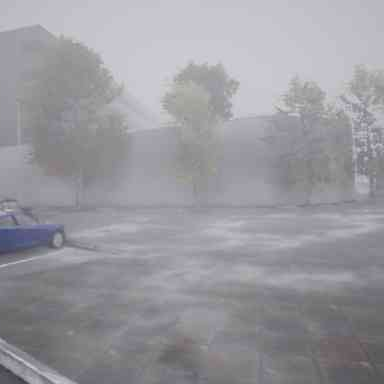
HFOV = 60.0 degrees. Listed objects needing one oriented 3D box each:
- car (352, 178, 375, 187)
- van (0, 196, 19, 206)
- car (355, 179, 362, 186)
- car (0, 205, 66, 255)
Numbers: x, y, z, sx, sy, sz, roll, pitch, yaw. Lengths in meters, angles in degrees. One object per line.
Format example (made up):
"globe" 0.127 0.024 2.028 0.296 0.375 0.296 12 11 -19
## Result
"car" 43.477 -2.475 84.333 4.553 1.767 2.185 -5 0 -7
"van" -8.958 1.180 13.710 1.878 1.987 4.442 0 0 17
"car" 42.880 -2.283 81.429 5.008 1.535 2.097 -5 1 -7
"car" -6.614 1.430 11.772 2.097 1.535 5.008 0 0 17
